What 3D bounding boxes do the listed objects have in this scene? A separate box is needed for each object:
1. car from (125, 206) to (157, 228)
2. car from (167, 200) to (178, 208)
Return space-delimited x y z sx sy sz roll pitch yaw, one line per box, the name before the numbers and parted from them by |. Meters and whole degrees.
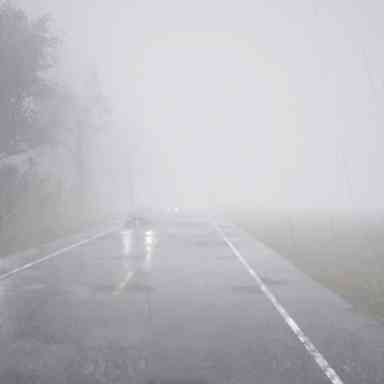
car | -3.598 1.766 24.151 1.812 1.442 4.674 0 -1 0
car | -3.503 2.177 60.071 1.895 1.301 4.718 0 0 0
